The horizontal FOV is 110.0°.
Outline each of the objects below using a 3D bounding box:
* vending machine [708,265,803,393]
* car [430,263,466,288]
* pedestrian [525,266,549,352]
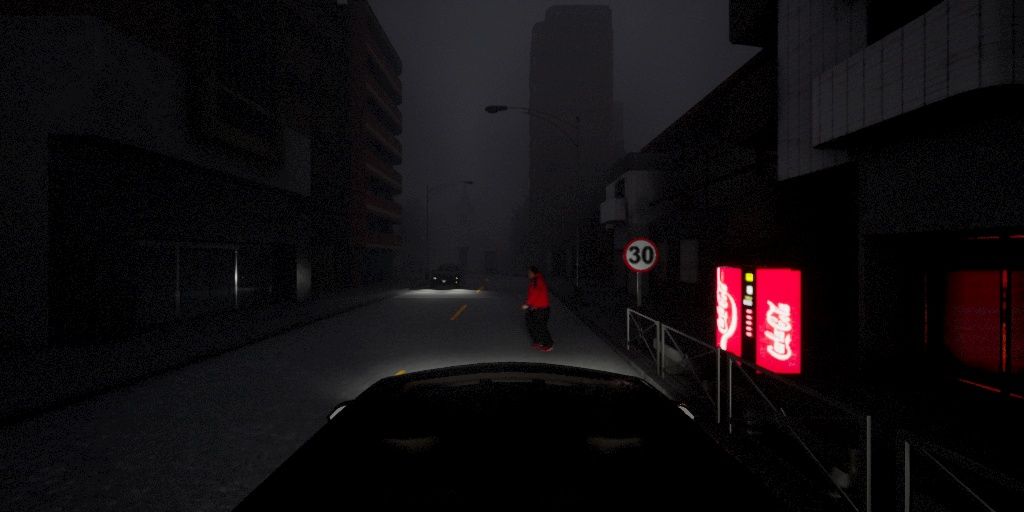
[{"bbox_3d":[4.300,1.163,6.322,1.100,2.100,0.880,0,0,0],"label":"vending machine"},{"bbox_3d":[-4.088,1.245,23.654,1.837,1.490,4.892,1,0,-1],"label":"car"},{"bbox_3d":[0.520,1.041,7.471,0.375,1.860,0.375,0,0,0],"label":"pedestrian"}]
